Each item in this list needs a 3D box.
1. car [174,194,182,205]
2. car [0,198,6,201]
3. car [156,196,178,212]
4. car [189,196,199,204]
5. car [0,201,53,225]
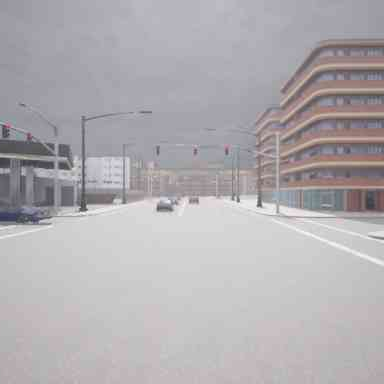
[{"bbox_3d":[-3.189,1.492,55.919,2.128,1.511,4.902,0,0,0],"label":"car"},{"bbox_3d":[-23.943,1.456,39.446,3.806,1.475,1.970,0,0,1],"label":"car"},{"bbox_3d":[-3.094,1.547,38.738,2.033,1.411,5.357,0,0,0],"label":"car"},{"bbox_3d":[0.346,1.491,63.754,2.128,1.511,4.902,0,0,0],"label":"car"},{"bbox_3d":[-12.715,1.547,23.548,5.357,1.411,2.033,0,0,5],"label":"car"}]
